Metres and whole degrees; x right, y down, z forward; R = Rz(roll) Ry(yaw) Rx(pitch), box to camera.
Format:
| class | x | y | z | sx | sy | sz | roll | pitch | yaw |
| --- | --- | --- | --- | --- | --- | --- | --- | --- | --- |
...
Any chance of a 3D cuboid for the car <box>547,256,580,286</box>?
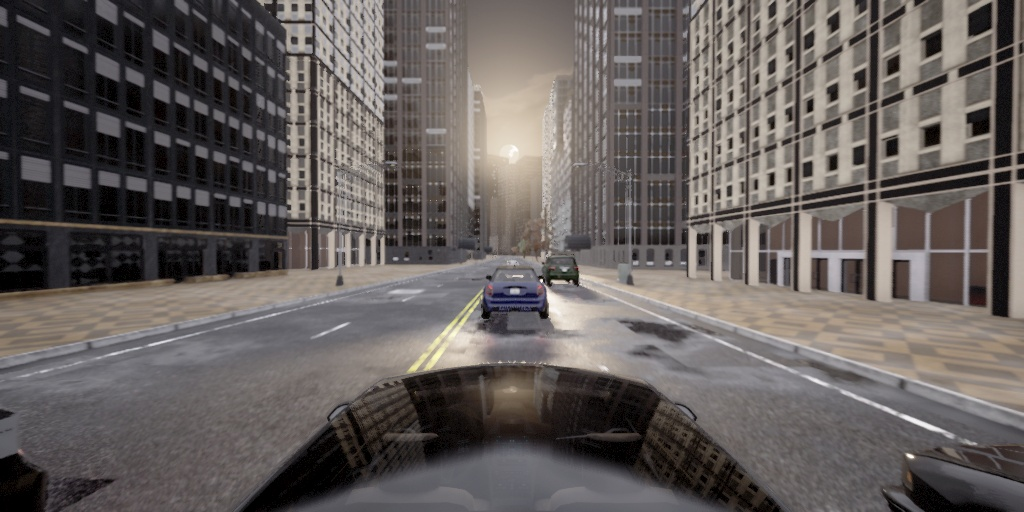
| class | x | y | z | sx | sy | sz | roll | pitch | yaw |
| --- | --- | --- | --- | --- | --- | --- | --- | --- | --- |
| car | 3.357 | 0.983 | 25.551 | 2.150 | 2.045 | 5.566 | 0 | 0 | 0 |

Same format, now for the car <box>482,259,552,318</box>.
| class | x | y | z | sx | sy | sz | roll | pitch | yaw |
| --- | --- | --- | --- | --- | --- | --- | --- | --- | --- |
| car | 0.097 | 1.108 | 13.167 | 2.097 | 1.767 | 4.553 | 0 | 0 | 0 |
